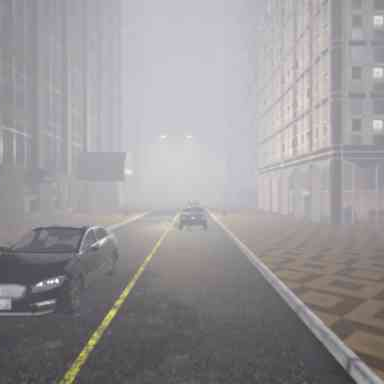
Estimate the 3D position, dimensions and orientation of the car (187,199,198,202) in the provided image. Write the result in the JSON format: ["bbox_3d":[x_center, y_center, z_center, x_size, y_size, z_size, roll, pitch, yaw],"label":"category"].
[{"bbox_3d":[0.088,1.739,44.868,2.128,1.511,4.902,0,0,0],"label":"car"}]

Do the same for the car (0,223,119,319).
[{"bbox_3d":[-3.034,1.530,7.746,2.128,1.511,4.902,0,0,1],"label":"car"}]

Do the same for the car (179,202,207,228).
[{"bbox_3d":[0.085,1.667,22.923,2.033,1.411,5.357,0,0,0],"label":"car"}]
